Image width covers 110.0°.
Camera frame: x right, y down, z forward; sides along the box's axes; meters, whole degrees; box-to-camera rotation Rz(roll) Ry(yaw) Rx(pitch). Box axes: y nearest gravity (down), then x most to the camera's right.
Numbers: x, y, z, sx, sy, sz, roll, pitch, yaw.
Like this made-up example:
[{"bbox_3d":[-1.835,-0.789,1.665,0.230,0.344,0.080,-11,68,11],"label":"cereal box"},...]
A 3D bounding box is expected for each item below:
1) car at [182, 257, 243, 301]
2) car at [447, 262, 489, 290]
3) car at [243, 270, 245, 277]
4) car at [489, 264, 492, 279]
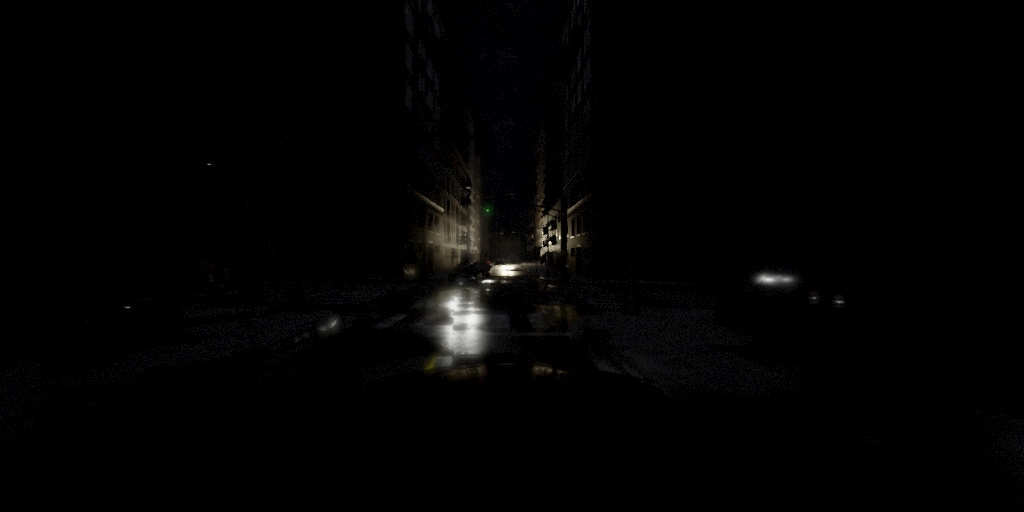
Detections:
[{"bbox_3d":[-14.899,0.891,15.293,5.009,1.841,2.192,0,0,0],"label":"car"},{"bbox_3d":[-2.899,1.294,22.844,2.128,1.511,4.902,0,0,0],"label":"car"},{"bbox_3d":[-20.568,0.981,23.800,4.829,1.417,1.751,0,0,0],"label":"car"},{"bbox_3d":[-2.853,1.301,32.857,1.882,1.535,5.008,0,1,0],"label":"car"}]
